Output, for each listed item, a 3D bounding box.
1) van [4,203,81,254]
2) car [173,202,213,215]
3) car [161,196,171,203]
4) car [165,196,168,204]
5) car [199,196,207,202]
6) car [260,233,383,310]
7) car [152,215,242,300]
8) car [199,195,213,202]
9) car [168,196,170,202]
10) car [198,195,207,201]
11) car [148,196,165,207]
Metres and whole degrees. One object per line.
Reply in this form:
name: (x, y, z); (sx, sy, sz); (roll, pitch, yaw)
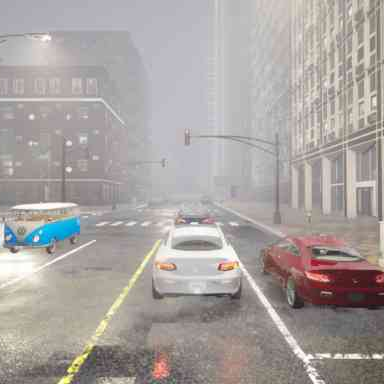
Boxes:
van: (-5.766, 1.345, 13.217); (1.690, 1.788, 3.998); (1, 0, 0)
car: (0.071, 1.509, 17.410); (2.163, 1.488, 4.792); (0, 0, -1)
car: (-5.703, 1.598, 73.752); (1.802, 1.307, 4.206); (1, 0, 0)
car: (-5.697, 1.564, 56.788); (2.008, 1.369, 4.403); (1, 0, 0)
car: (2.675, 1.599, 79.412); (1.802, 1.307, 4.206); (1, 0, 0)
car: (2.699, 1.584, 7.536); (1.802, 1.307, 4.206); (1, 0, 0)
car: (0.102, 1.528, 8.298); (1.812, 1.442, 4.674); (0, 0, 0)
car: (2.682, 1.595, 56.793); (1.802, 1.307, 4.206); (1, 0, 0)
car: (-5.699, 1.580, 62.443); (1.947, 1.339, 4.313); (1, 0, 0)
car: (2.673, 1.569, 85.066); (2.008, 1.369, 4.403); (1, 0, 0)
car: (-5.695, 1.563, 51.133); (2.008, 1.369, 4.403); (1, 0, 0)
